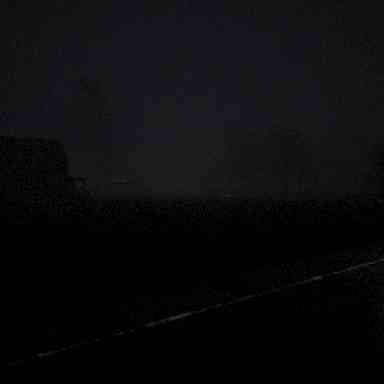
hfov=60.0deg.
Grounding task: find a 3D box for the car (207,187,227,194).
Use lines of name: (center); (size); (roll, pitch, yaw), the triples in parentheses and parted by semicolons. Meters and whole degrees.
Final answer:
car: (5.404, -0.402, 73.461); (2.033, 1.411, 5.357); (-2, 2, -36)
